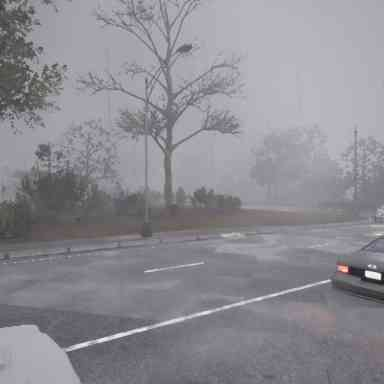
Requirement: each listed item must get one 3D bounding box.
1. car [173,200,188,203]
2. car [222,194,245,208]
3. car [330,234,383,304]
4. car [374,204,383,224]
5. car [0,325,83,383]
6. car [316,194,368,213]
[{"bbox_3d":[-2.216,1.825,67.305,2.033,1.411,5.357,0,-1,-22],"label":"car"},{"bbox_3d":[5.647,1.282,49.690,2.150,2.045,5.566,0,0,-26],"label":"car"},{"bbox_3d":[5.337,1.547,7.427,5.357,1.411,2.033,0,0,-34],"label":"car"},{"bbox_3d":[14.761,1.525,24.445,1.812,1.442,4.674,1,1,34],"label":"car"},{"bbox_3d":[-2.926,1.601,1.621,4.718,1.301,1.895,0,0,-36],"label":"car"},{"bbox_3d":[16.404,1.223,36.796,2.150,2.045,5.566,0,0,-30],"label":"car"}]
